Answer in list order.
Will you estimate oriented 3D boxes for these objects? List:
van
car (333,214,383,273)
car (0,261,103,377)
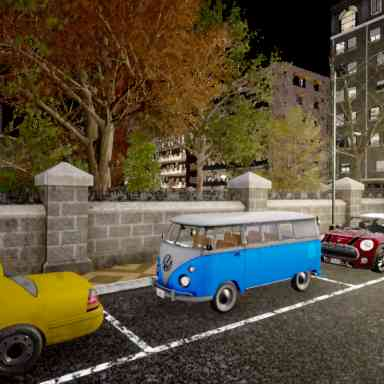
[{"bbox_3d":[1.132,1.342,7.347,3.998,1.788,1.690,0,1,-35],"label":"van"},{"bbox_3d":[5.705,1.442,10.604,4.097,1.590,1.967,0,1,-35],"label":"car"},{"bbox_3d":[-3.581,1.525,3.995,4.829,1.417,1.752,0,1,-35],"label":"car"}]
